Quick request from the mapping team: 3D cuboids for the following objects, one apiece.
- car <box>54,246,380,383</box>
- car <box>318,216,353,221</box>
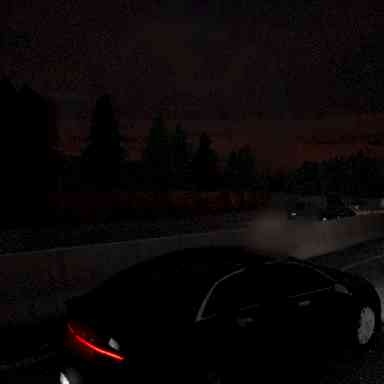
[{"bbox_3d":[0.750,1.518,4.558,4.892,1.490,1.837,0,0,-37],"label":"car"},{"bbox_3d":[9.911,1.624,23.105,1.994,1.385,4.181,0,0,40],"label":"car"}]
